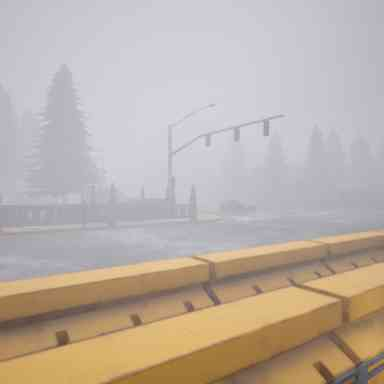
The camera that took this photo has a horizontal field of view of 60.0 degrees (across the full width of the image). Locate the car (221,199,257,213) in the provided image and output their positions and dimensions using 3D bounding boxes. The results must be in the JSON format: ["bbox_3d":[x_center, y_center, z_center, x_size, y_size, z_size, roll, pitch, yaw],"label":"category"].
[{"bbox_3d":[5.084,1.523,36.717,1.812,1.442,4.674,0,0,-36],"label":"car"}]

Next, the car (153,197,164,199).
[{"bbox_3d":[-4.954,1.565,50.733,1.812,1.442,4.674,0,0,-36],"label":"car"}]
